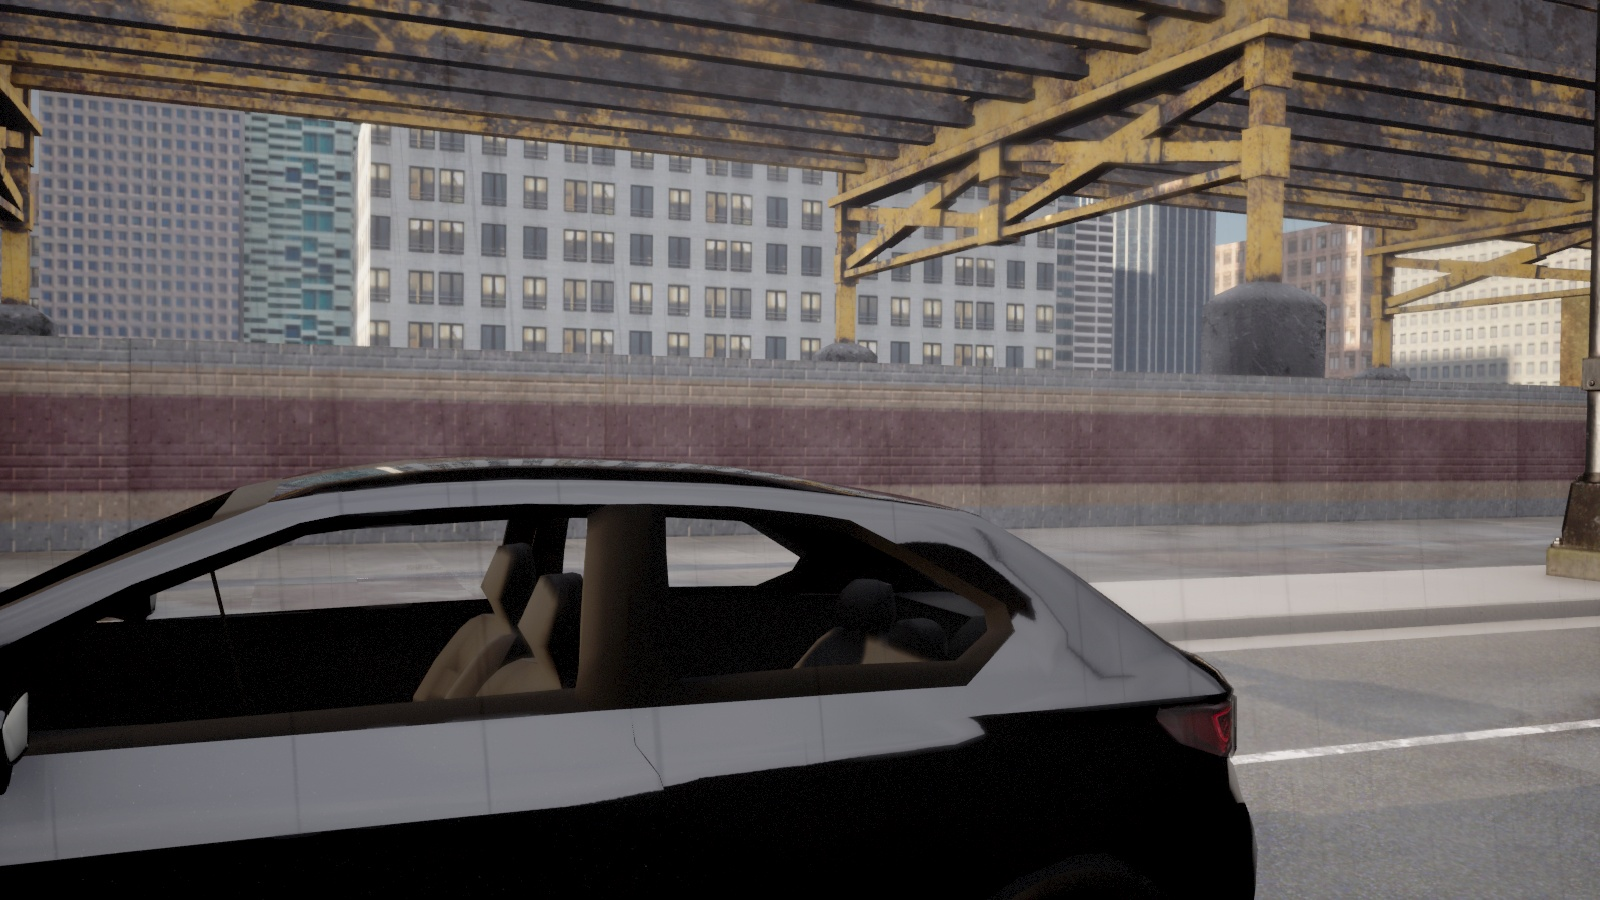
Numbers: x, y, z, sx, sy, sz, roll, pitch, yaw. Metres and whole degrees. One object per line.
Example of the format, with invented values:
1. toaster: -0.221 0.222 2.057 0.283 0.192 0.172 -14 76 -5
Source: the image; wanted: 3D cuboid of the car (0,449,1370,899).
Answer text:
1. car: -1.042 0.777 2.843 4.193 1.474 1.816 -1 1 -21
